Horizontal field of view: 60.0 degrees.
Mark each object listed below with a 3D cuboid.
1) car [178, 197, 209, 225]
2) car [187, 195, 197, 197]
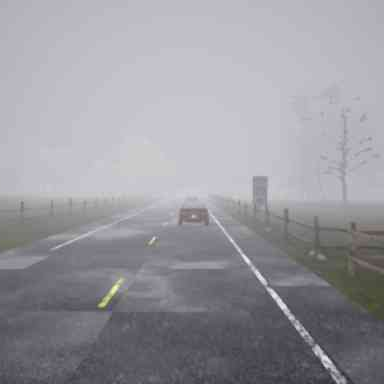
[{"bbox_3d":[0.104,1.314,22.538,1.882,1.535,5.008,0,0,0],"label":"car"},{"bbox_3d":[0.019,1.131,49.625,2.128,1.511,4.902,0,1,0],"label":"car"}]
